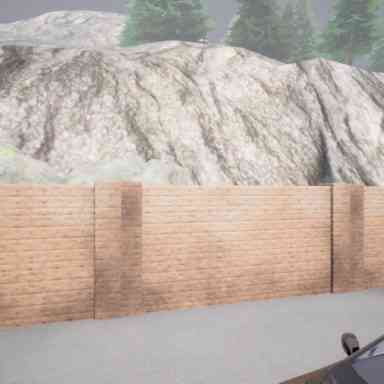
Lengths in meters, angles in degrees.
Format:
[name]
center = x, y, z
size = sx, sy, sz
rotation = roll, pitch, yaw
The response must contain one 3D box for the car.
[car]
center = 2.193, 1.492, 1.896
size = 4.902, 1.511, 2.128
rotation = 0, 0, -18
